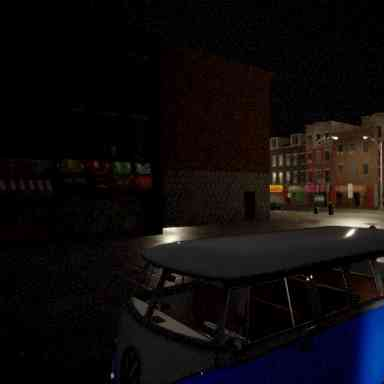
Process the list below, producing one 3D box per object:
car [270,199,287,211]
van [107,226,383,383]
[{"bbox_3d":[9.018,1.545,41.042,2.033,1.411,5.357,0,0,-35],"label":"car"},{"bbox_3d":[1.124,1.341,3.624,3.998,1.788,1.690,0,0,-36],"label":"van"}]
